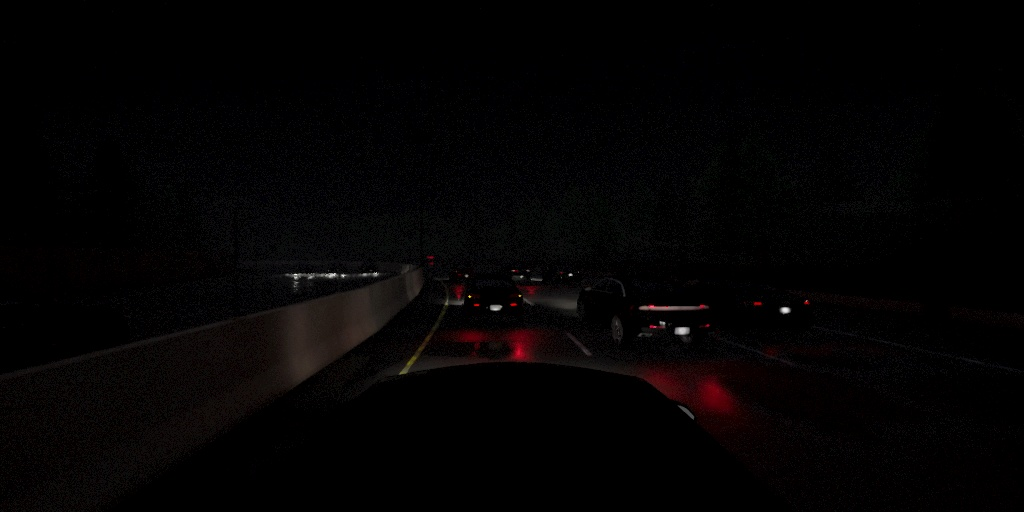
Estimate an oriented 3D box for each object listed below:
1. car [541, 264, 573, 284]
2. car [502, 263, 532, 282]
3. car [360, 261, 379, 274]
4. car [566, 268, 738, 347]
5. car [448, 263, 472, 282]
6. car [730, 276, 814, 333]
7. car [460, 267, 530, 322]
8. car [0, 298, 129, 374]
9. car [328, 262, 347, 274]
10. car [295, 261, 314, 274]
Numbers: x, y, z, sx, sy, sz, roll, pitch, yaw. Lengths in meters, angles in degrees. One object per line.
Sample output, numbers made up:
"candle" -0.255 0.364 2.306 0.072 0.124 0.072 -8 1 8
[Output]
"car" 3.665 1.310 27.267 1.994 1.385 4.181 0 0 -14
"car" 0.081 1.250 27.240 2.128 1.511 4.902 0 0 -14
"car" -17.691 1.377 44.358 2.033 1.411 5.357 0 0 -27
"car" 3.096 1.233 9.341 2.128 1.511 4.902 0 0 -5
"car" -4.027 1.300 28.997 1.812 1.442 4.674 0 0 -16
"car" 6.469 1.293 10.716 1.994 1.385 4.181 0 0 -5
"car" -0.703 1.282 12.323 1.812 1.442 4.674 0 0 -6
"car" -7.267 1.269 3.906 2.128 1.511 4.902 0 0 -2
"car" -21.293 1.408 43.571 1.994 1.385 4.181 0 0 -28
"car" -25.598 1.385 44.187 1.812 1.442 4.674 0 0 -29
